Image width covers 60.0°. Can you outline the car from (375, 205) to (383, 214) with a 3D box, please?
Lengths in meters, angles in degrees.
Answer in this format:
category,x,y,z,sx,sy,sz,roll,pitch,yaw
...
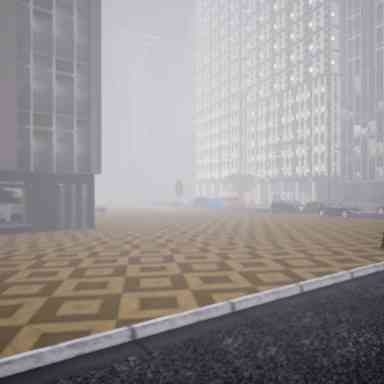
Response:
category,x,y,z,sx,sy,sz,roll,pitch,yaw
car,21.154,1.639,34.231,2.008,1.369,4.403,-1,0,-25

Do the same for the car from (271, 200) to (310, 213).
category,x,y,z,sx,sy,sz,roll,pitch,yaw
car,11.723,1.746,40.867,2.128,1.511,4.902,0,-1,-25

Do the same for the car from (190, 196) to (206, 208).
category,x,y,z,sx,sy,sz,roll,pitch,yaw
car,2.270,1.846,61.530,2.150,2.045,5.566,0,-1,-25

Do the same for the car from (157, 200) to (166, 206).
category,x,y,z,sx,sy,sz,roll,pitch,yaw
car,-5.267,2.371,71.400,1.752,1.417,4.829,-1,-1,-25

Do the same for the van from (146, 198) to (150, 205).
category,x,y,z,sx,sy,sz,roll,pitch,yaw
van,-10.062,2.387,81.765,1.690,1.788,3.998,-1,-1,-25

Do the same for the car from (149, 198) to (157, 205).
category,x,y,z,sx,sy,sz,roll,pitch,yaw
car,-7.698,2.492,76.659,1.887,1.381,4.507,-1,-1,-25

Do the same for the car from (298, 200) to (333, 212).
category,x,y,z,sx,sy,sz,roll,pitch,yaw
car,16.433,1.837,44.441,1.947,1.339,4.313,-1,0,-25

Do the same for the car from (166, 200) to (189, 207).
category,x,y,z,sx,sy,sz,roll,pitch,yaw
car,-2.977,2.302,66.449,2.008,1.369,4.403,-1,-1,-25

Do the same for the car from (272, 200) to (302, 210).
category,x,y,z,sx,sy,sz,roll,pitch,yaw
car,14.072,1.930,49.546,1.947,1.339,4.313,-1,0,-25

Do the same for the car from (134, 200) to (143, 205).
category,x,y,z,sx,sy,sz,roll,pitch,yaw
car,-14.779,2.790,91.973,1.887,1.381,4.507,-1,-1,-25

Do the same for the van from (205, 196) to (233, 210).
category,x,y,z,sx,sy,sz,roll,pitch,yaw
van,4.100,1.805,51.136,1.690,1.788,3.998,-1,0,-25

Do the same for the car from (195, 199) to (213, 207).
category,x,y,z,sx,sy,sz,roll,pitch,yaw
car,2.420,2.244,68.361,1.837,1.490,4.892,0,-1,-25

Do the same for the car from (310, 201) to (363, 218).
category,x,y,z,sx,sy,sz,roll,pitch,yaw
car,13.548,1.645,30.713,2.008,1.369,4.403,-1,0,-25

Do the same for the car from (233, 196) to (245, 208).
category,x,y,z,sx,sy,sz,roll,pitch,yaw
car,7.082,1.772,58.351,2.150,2.045,5.566,0,-1,-24
